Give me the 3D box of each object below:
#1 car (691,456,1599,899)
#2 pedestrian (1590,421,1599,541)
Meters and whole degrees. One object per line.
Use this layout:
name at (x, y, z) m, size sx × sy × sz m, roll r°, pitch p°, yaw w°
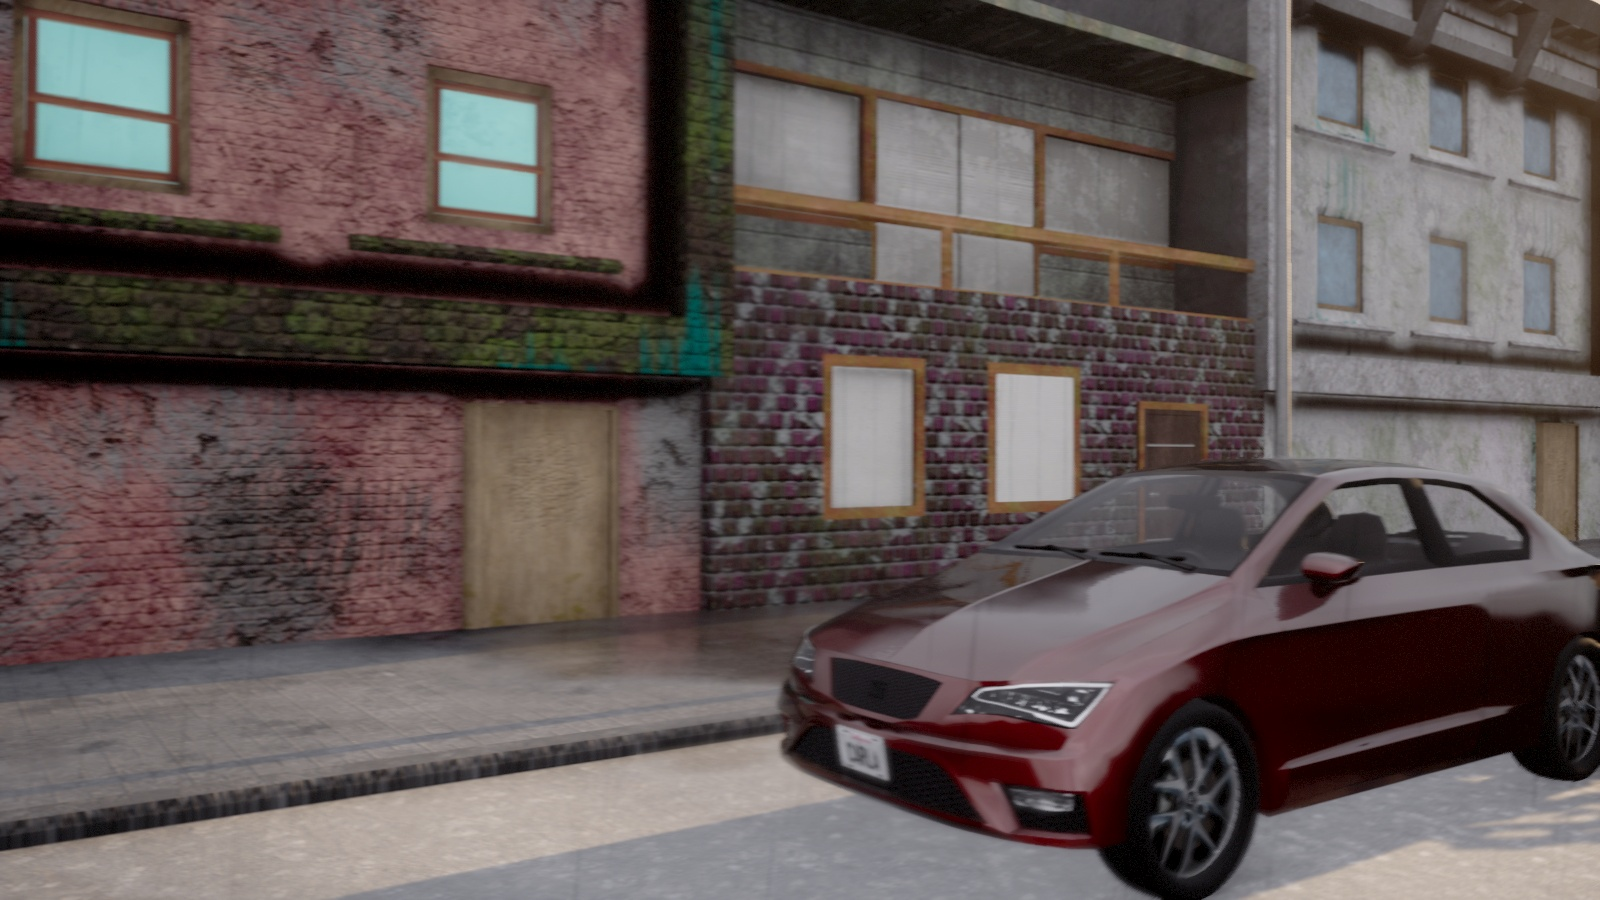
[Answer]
car at (1.800, 0.769, 5.521) m, size 4.193 × 1.474 × 1.816 m, roll 0°, pitch 0°, yaw -35°
pedestrian at (12.910, 0.479, 19.523) m, size 0.900 × 1.855 × 0.874 m, roll 0°, pitch 0°, yaw -44°
